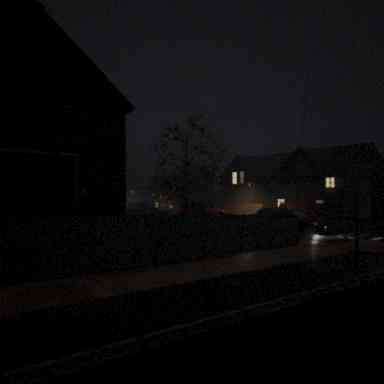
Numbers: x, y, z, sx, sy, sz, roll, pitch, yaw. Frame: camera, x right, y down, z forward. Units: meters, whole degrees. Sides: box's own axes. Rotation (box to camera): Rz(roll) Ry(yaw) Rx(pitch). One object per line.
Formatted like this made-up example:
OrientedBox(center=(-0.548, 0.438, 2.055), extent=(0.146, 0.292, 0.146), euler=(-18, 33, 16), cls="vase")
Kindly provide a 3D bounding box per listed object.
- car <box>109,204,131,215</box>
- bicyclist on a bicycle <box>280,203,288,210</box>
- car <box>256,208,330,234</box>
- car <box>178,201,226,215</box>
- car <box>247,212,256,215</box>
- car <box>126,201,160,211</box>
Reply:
OrientedBox(center=(-11.575, 2.771, 53.140), extent=(1.812, 1.442, 4.674), euler=(-1, -1, -35), cls="car")
OrientedBox(center=(8.320, 1.802, 30.231), extent=(1.656, 1.620, 0.582), euler=(-1, -1, -36), cls="bicyclist on a bicycle")
OrientedBox(center=(6.816, 1.948, 22.265), extent=(1.812, 1.442, 4.674), euler=(-1, -1, -36), cls="car")
OrientedBox(center=(0.813, 1.889, 30.684), extent=(2.150, 2.045, 5.566), euler=(-1, -1, -35), cls="car")
OrientedBox(center=(6.434, 2.034, 27.885), extent=(1.812, 1.442, 4.674), euler=(-1, -1, -36), cls="car")
OrientedBox(center=(-5.973, 2.164, 40.214), extent=(2.150, 2.045, 5.566), euler=(-1, -1, -35), cls="car")
